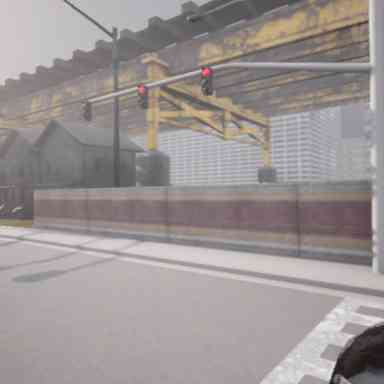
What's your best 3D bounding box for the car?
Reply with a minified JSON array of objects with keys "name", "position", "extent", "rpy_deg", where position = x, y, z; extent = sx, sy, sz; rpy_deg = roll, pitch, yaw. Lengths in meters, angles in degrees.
[{"name":"car","position":[3.290,1.443,1.653],"extent":[4.902,1.511,2.128],"rpy_deg":[-1,0,37]}]
